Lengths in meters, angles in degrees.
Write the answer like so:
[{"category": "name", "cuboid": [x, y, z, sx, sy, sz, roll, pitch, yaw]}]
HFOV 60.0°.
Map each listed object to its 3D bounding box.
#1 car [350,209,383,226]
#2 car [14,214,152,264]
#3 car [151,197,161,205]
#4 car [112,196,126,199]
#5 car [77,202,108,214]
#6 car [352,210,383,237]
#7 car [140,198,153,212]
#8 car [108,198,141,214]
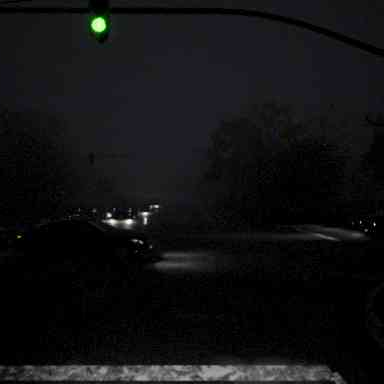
[{"category": "car", "cuboid": [13.045, 1.823, 22.225, 4.674, 1.442, 1.812, 0, -1, -2]}, {"category": "car", "cuboid": [-3.768, 1.627, 11.723, 4.674, 1.442, 1.812, 0, -1, 3]}, {"category": "car", "cuboid": [-6.989, 1.665, 62.474, 2.033, 1.411, 5.357, 0, 2, 0]}, {"category": "car", "cuboid": [-10.572, 1.691, 47.787, 2.150, 2.045, 5.566, 0, 1, -1]}, {"category": "car", "cuboid": [-10.582, 1.855, 35.306, 2.097, 1.767, 4.553, 0, 0, 0]}, {"category": "car", "cuboid": [11.973, 1.832, 18.706, 4.718, 1.301, 1.895, 0, -1, -1]}, {"category": "car", "cuboid": [-7.068, 2.003, 47.337, 1.812, 1.442, 4.674, 0, 1, 0]}, {"category": "car", "cuboid": [-7.061, 1.855, 35.291, 2.097, 1.767, 4.553, 0, 0, -1]}]
